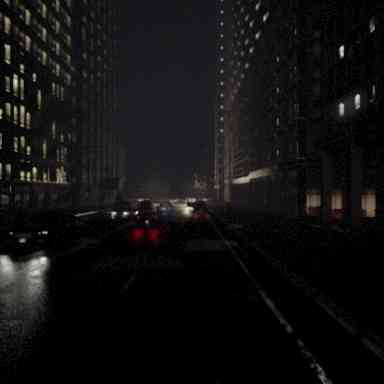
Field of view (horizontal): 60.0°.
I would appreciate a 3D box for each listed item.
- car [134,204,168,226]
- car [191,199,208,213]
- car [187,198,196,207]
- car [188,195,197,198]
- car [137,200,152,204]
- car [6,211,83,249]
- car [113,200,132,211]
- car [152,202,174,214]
[{"bbox_3d":[-3.159,1.843,25.690,1.895,1.301,4.718,0,-1,0],"label":"car"},{"bbox_3d":[1.124,1.920,42.472,1.812,1.442,4.674,0,-1,0],"label":"car"},{"bbox_3d":[-0.019,2.162,61.305,1.895,1.301,4.718,0,0,0],"label":"car"},{"bbox_3d":[-0.023,1.761,74.087,2.150,2.045,5.566,0,0,0],"label":"car"},{"bbox_3d":[-6.589,1.938,47.248,1.837,1.490,4.892,0,0,0],"label":"car"},{"bbox_3d":[-6.564,1.637,15.348,2.128,1.511,4.902,0,-1,0],"label":"car"},{"bbox_3d":[-9.840,1.911,47.119,1.882,1.535,5.008,0,0,0],"label":"car"},{"bbox_3d":[-3.160,1.920,40.143,2.033,1.411,5.357,0,0,0],"label":"car"}]
